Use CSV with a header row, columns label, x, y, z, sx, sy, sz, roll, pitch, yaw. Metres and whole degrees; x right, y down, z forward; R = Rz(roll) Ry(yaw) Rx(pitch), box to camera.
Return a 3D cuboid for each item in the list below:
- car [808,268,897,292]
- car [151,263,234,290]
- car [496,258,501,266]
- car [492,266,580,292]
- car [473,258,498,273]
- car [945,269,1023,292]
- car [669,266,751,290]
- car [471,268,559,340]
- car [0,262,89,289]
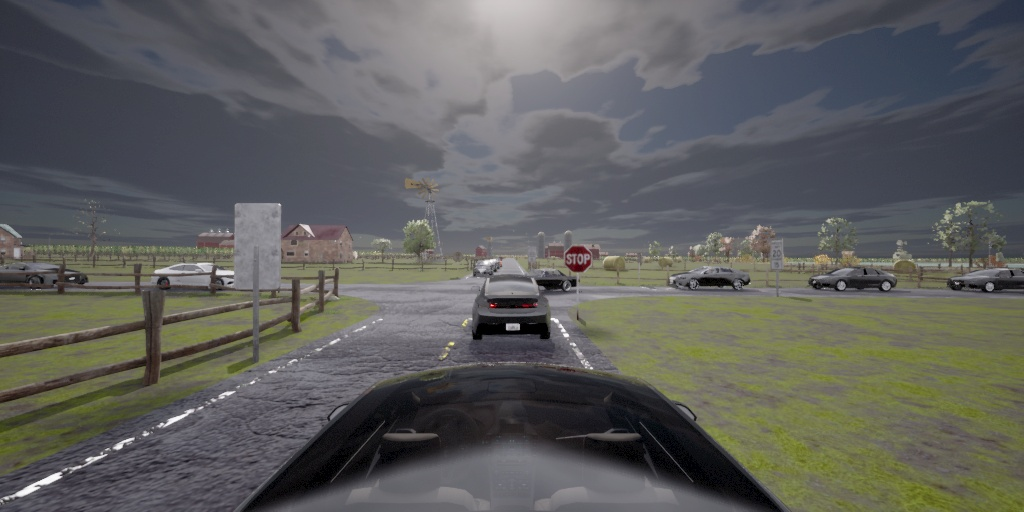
label,x,y,z,sx,sy,sz,roll,pitch,yaw
car,22.186,1.502,23.475,4.892,1.490,1.837,1,-1,-1
car,-17.255,1.106,19.960,4.674,1.442,1.812,1,-1,-1
car,-2.880,1.247,46.146,2.128,1.511,4.902,0,0,0
car,1.488,1.371,20.062,4.718,1.301,1.895,1,0,-35
car,-2.882,1.247,36.700,2.128,1.511,4.902,0,0,0
car,31.689,1.590,23.602,4.892,1.490,1.837,1,-1,-1
car,12.784,1.399,23.298,4.902,1.511,2.128,1,-1,-2
car,-0.079,1.257,10.015,1.837,1.490,4.892,0,0,-2
car,-26.375,1.050,19.833,4.181,1.385,1.994,1,-1,-1
